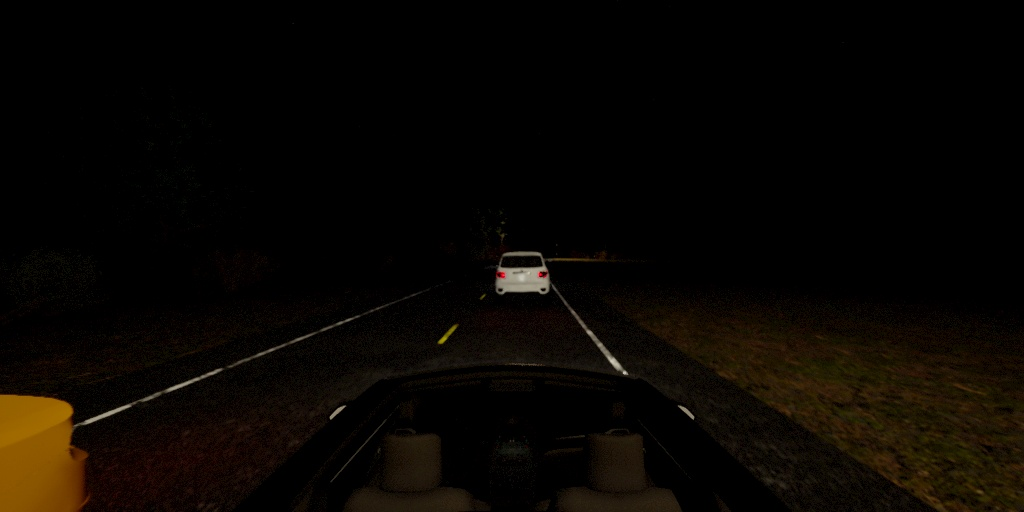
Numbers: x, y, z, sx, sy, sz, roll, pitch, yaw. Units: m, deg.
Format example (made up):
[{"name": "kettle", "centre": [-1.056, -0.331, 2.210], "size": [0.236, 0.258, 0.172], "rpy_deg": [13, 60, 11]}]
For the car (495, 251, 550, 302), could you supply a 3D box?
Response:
[{"name": "car", "centre": [0.486, 0.810, 15.893], "size": [2.150, 2.045, 5.566], "rpy_deg": [-1, 1, 3]}]

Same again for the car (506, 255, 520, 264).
[{"name": "car", "centre": [0.230, 0.635, 63.526], "size": [2.128, 1.511, 4.902], "rpy_deg": [-1, 0, 6]}]
